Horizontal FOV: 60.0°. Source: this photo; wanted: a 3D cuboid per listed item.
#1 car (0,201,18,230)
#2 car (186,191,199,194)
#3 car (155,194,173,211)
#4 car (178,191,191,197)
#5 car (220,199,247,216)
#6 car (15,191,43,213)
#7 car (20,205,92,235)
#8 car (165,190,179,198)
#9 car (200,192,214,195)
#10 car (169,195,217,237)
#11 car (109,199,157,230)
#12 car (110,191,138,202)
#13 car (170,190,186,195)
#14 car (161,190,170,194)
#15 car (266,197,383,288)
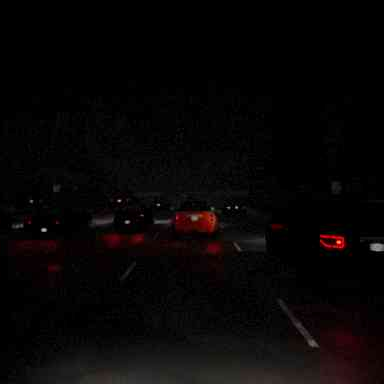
[{"bbox_3d":[-10.920,1.382,16.866,1.812,1.442,4.674,0,0,-5],"label":"car"},{"bbox_3d":[0.100,0.787,81.166,1.882,1.535,5.008,0,0,2],"label":"car"},{"bbox_3d":[-3.361,1.262,35.566,1.994,1.385,4.181,0,0,0],"label":"car"},{"bbox_3d":[-1.946,0.595,92.283,2.128,1.511,4.902,0,1,17],"label":"car"},{"bbox_3d":[3.632,1.296,29.581,2.033,1.411,5.357,0,0,0],"label":"car"},{"bbox_3d":[-16.178,0.940,33.078,2.150,2.045,5.566,0,0,-30],"label":"car"},{"bbox_3d":[-6.880,1.450,17.685,1.895,1.301,4.718,0,0,0],"label":"car"},{"bbox_3d":[-5.525,0.436,92.362,2.150,2.045,5.566,0,1,17],"label":"car"},{"bbox_3d":[3.599,0.849,81.163,2.033,1.411,5.357,0,0,2],"label":"car"},{"bbox_3d":[0.120,1.204,17.259,2.097,1.767,4.553,0,0,0],"label":"car"},{"bbox_3d":[-3.378,1.358,19.700,1.812,1.442,4.674,0,0,0],"label":"car"},{"bbox_3d":[-6.862,0.932,34.060,2.150,2.045,5.566,0,0,0],"label":"car"},{"bbox_3d":[-3.386,0.528,81.955,2.150,2.045,5.566,0,0,2],"label":"car"},{"bbox_3d":[-6.887,0.842,81.960,2.033,1.411,5.357,0,0,2],"label":"car"},{"bbox_3d":[3.609,1.142,9.135,2.150,2.045,5.566,0,0,0],"label":"car"}]
